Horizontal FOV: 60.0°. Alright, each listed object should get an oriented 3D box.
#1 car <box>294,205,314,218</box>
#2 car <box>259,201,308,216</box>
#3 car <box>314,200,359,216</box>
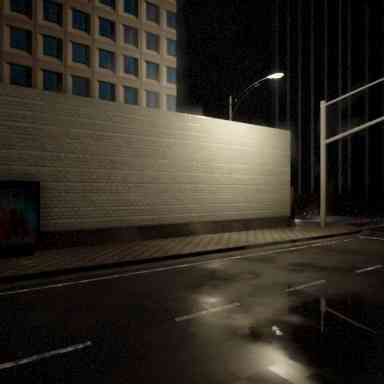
[{"bbox_3d":[8.176,1.581,30.012,1.812,1.442,4.674,0,0,-36],"label":"car"},{"bbox_3d":[9.378,1.656,34.337,1.895,1.301,4.718,0,0,-36],"label":"car"},{"bbox_3d":[14.377,1.581,33.720,1.812,1.442,4.674,0,0,-36],"label":"car"}]
